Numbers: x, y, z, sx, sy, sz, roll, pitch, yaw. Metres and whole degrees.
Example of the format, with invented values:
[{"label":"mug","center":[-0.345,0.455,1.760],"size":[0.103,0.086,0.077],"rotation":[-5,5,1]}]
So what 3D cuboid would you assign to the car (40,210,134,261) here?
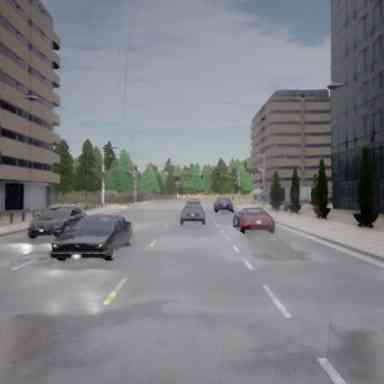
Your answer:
[{"label":"car","center":[-3.490,1.576,12.726],"size":[2.033,1.411,5.357],"rotation":[0,0,0]}]

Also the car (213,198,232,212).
[{"label":"car","center":[3.652,1.446,39.474],"size":[2.097,1.767,4.553],"rotation":[0,0,0]}]

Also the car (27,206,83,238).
[{"label":"car","center":[-6.976,1.543,17.852],"size":[1.837,1.490,4.892],"rotation":[0,0,0]}]

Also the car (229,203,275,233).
[{"label":"car","center":[3.628,1.612,20.091],"size":[1.994,1.385,4.181],"rotation":[0,0,0]}]

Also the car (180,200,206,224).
[{"label":"car","center":[0.071,1.606,24.957],"size":[2.033,1.411,5.357],"rotation":[0,0,1]}]
